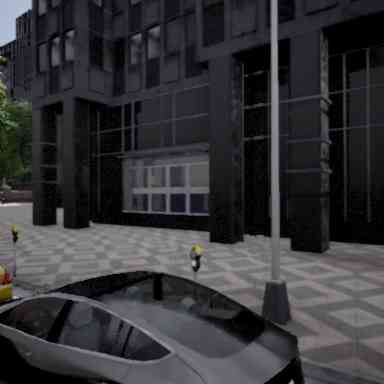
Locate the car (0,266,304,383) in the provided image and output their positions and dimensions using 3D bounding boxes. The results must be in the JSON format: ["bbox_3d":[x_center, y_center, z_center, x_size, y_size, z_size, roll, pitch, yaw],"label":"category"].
[{"bbox_3d":[-0.995,1.582,3.673,4.313,1.339,1.947,0,0,35],"label":"car"}]

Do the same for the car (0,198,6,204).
[{"bbox_3d":[-30.319,1.188,49.207,1.882,1.535,5.008,0,1,36],"label":"car"}]
